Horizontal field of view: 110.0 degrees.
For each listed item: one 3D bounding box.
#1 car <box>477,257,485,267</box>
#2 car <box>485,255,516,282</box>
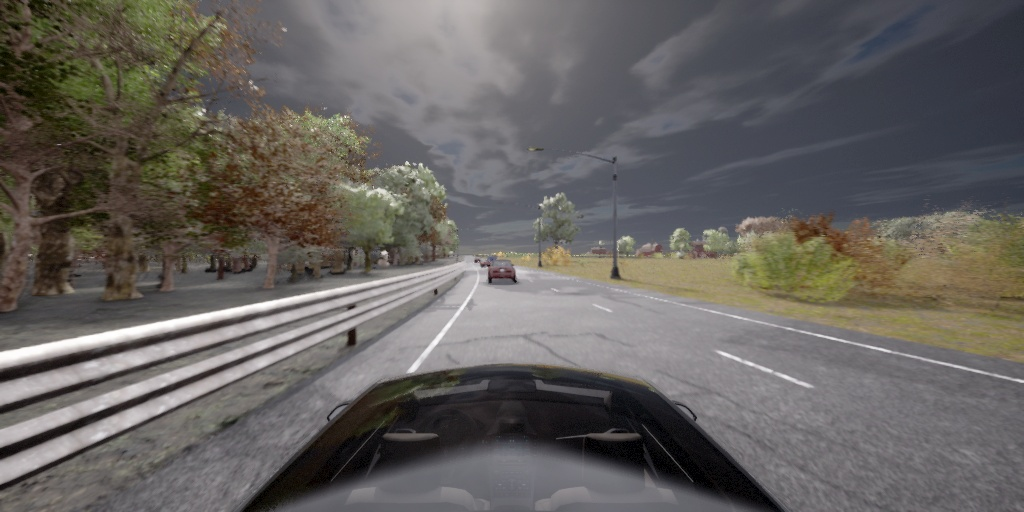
[{"bbox_3d":[-4.513,1.235,61.207,1.895,1.301,4.718,0,0,-8],"label":"car"},{"bbox_3d":[-0.858,1.064,28.341,2.097,1.767,4.553,0,0,-4],"label":"car"}]
